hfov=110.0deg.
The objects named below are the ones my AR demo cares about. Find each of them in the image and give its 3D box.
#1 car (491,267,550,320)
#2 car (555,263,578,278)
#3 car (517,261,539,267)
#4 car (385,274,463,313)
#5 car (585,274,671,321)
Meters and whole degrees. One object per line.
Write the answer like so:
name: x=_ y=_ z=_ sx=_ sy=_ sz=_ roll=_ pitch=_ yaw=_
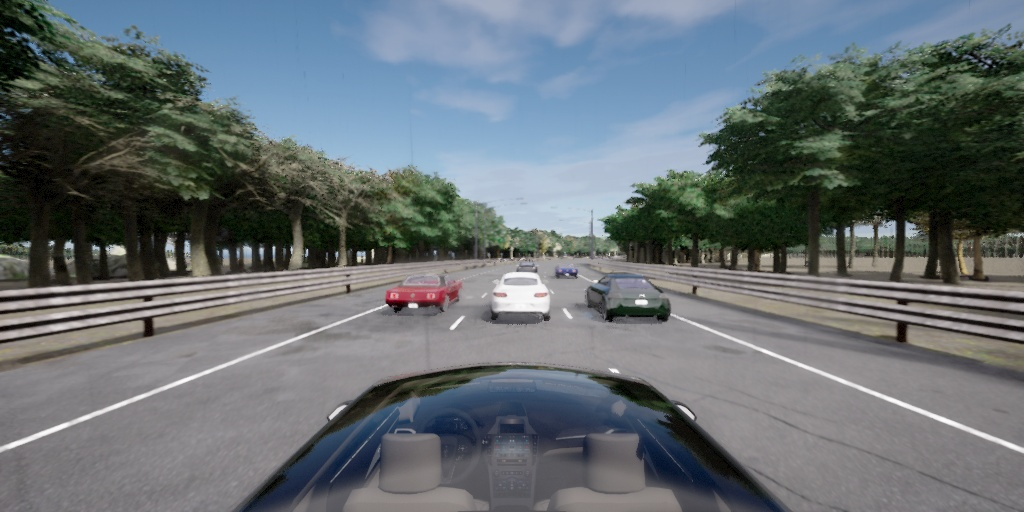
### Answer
car: x=0.309 y=1.267 z=12.478 sx=1.812 sy=1.442 sz=4.674 roll=0 pitch=0 yaw=2
car: x=4.953 y=1.325 z=33.181 sx=1.895 sy=1.301 sz=4.718 roll=0 pitch=0 yaw=5
car: x=1.430 y=1.212 z=32.871 sx=2.128 sy=1.511 sz=4.902 roll=0 pitch=0 yaw=4
car: x=-3.156 y=1.337 z=13.946 sx=1.895 sy=1.301 sz=4.718 roll=0 pitch=0 yaw=2
car: x=3.811 y=1.309 z=12.399 sx=1.994 sy=1.385 sz=4.181 roll=0 pitch=0 yaw=2
